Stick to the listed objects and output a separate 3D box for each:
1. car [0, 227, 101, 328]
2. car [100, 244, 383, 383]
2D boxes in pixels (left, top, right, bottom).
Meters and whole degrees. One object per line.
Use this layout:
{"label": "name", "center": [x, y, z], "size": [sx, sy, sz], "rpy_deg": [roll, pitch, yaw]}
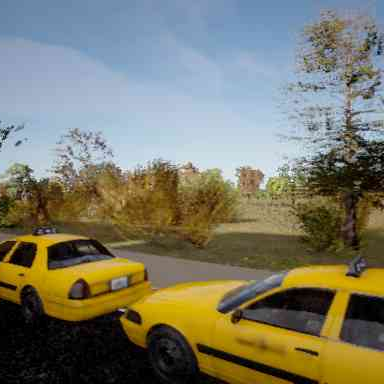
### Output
{"label": "car", "center": [-3.288, 1.539, 7.151], "size": [5.366, 1.575, 1.801], "rpy_deg": [-1, -1, 36]}
{"label": "car", "center": [1.499, 1.484, 3.673], "size": [5.366, 1.575, 1.801], "rpy_deg": [-1, -1, 36]}
